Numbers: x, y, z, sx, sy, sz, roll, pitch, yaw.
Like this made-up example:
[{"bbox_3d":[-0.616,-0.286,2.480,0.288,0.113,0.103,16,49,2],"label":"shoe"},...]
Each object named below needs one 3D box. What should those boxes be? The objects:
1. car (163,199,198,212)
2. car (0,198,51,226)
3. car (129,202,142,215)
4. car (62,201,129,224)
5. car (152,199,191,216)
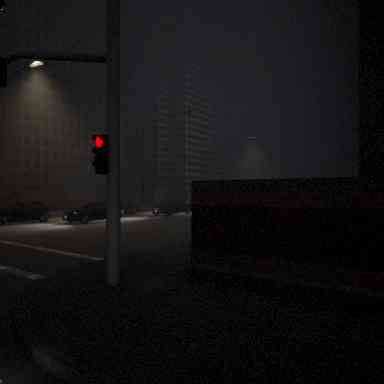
[{"bbox_3d":[-1.301,1.564,39.451,1.994,1.385,4.181,0,0,36],"label":"car"},{"bbox_3d":[-12.638,1.352,23.772,2.097,1.767,4.553,0,0,36],"label":"car"},{"bbox_3d":[-7.099,1.547,31.458,2.033,1.411,5.357,0,0,36],"label":"car"},{"bbox_3d":[-7.377,1.505,25.101,1.837,1.490,4.892,0,0,36],"label":"car"},{"bbox_3d":[-1.877,1.491,32.698,2.128,1.511,4.902,0,0,36],"label":"car"}]
